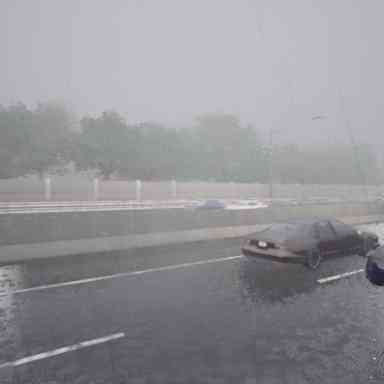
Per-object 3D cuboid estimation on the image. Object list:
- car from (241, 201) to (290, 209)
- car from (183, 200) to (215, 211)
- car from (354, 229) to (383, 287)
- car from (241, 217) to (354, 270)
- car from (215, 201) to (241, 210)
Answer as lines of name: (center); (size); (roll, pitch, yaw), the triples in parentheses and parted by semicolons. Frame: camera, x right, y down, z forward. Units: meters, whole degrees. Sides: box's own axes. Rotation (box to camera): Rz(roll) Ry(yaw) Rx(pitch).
car: (6.173, 1.525, 25.595); (4.181, 1.385, 1.994); (0, 0, -35)
car: (1.308, 1.487, 30.734); (4.674, 1.442, 1.812); (0, 0, -35)
car: (6.073, 1.546, 8.080); (4.181, 1.385, 1.994); (0, 0, -36)
car: (4.060, 1.529, 10.945); (5.357, 1.411, 2.033); (0, 0, -36)
car: (4.585, 1.485, 28.761); (4.674, 1.442, 1.812); (0, 0, -35)
